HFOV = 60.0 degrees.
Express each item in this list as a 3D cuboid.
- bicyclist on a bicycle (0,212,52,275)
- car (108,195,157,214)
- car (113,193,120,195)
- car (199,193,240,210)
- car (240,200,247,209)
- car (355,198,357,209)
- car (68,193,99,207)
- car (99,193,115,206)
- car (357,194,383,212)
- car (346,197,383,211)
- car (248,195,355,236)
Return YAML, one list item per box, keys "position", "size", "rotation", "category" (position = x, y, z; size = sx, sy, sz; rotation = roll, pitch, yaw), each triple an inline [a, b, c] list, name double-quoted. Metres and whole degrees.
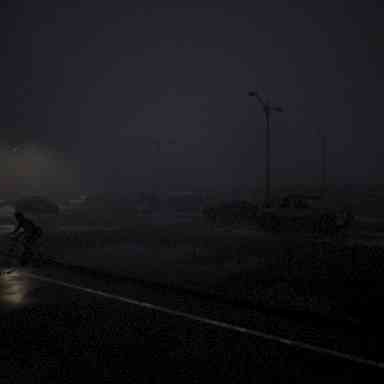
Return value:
- position: [-4.623, 1.377, 9.183]
  size: [0.582, 1.620, 1.656]
  rotation: [0, 0, 34]
  category: "bicyclist on a bicycle"
- position: [-5.696, 1.331, 31.481]
  size: [3.806, 1.475, 1.970]
  rotation: [0, 0, 34]
  category: "car"
- position: [-11.835, 1.047, 49.386]
  size: [4.605, 1.855, 1.932]
  rotation: [0, 0, 34]
  category: "car"
- position: [3.739, 1.086, 45.499]
  size: [4.605, 1.855, 1.932]
  rotation: [0, 0, 34]
  category: "car"
- position: [5.422, 1.296, 47.858]
  size: [3.905, 1.438, 1.784]
  rotation: [0, 0, 34]
  category: "car"
- position: [7.221, 1.139, 19.415]
  size: [3.866, 1.878, 1.905]
  rotation: [0, 0, 34]
  category: "car"
- position: [-14.934, 1.290, 44.748]
  size: [3.806, 1.475, 1.970]
  rotation: [0, 0, 34]
  category: "car"
- position: [-13.304, 1.258, 47.140]
  size: [3.905, 1.438, 1.784]
  rotation: [0, 0, 34]
  category: "car"
- position: [18.233, 1.136, 35.657]
  size: [3.866, 1.878, 1.905]
  rotation: [0, 0, 34]
  category: "car"
- position: [19.871, 1.374, 38.045]
  size: [3.806, 1.475, 1.970]
  rotation: [0, 0, 34]
  category: "car"
- position: [5.547, 1.137, 17.053]
  size: [4.605, 1.855, 1.932]
  rotation: [0, 0, 34]
  category: "car"
